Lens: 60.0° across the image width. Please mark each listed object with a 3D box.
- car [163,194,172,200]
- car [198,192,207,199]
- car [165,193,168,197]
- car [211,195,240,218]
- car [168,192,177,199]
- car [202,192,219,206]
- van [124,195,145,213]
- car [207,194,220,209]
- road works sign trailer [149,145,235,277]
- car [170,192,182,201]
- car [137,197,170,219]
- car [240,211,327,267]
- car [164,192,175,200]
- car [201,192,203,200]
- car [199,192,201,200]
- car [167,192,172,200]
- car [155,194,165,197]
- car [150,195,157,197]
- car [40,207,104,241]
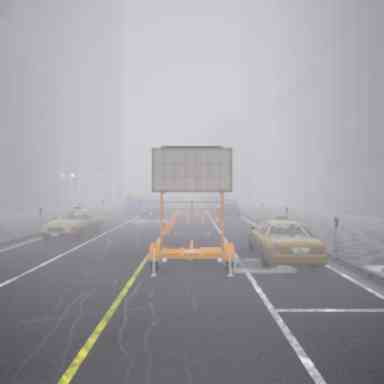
[{"bbox_3d":[-5.653,1.184,78.263,1.752,1.417,4.829,0,0,0],"label":"car"},{"bbox_3d":[2.874,0.955,89.699,2.192,1.841,5.009,0,0,0],"label":"car"},{"bbox_3d":[-5.656,1.275,55.878,1.887,1.381,4.507,0,0,0],"label":"car"},{"bbox_3d":[2.864,1.283,27.666,1.967,1.590,4.097,0,0,0],"label":"car"},{"bbox_3d":[-5.650,0.948,95.349,2.192,1.841,5.009,0,0,0],"label":"car"},{"bbox_3d":[2.867,1.085,44.584,2.192,1.841,5.009,0,0,0],"label":"car"},{"bbox_3d":[-5.659,1.157,33.321,1.690,1.788,3.998,0,0,0],"label":"van"},{"bbox_3d":[2.866,1.256,33.304,1.967,1.590,4.097,0,0,0],"label":"car"},{"bbox_3d":[0.002,0.406,10.055,2.380,3.560,2.880,0,0,0],"label":"road works sign trailer"},{"bbox_3d":[-2.989,1.161,69.004,1.882,1.535,5.008,0,0,0],"label":"car"},{"bbox_3d":[-3.094,1.368,27.655,1.812,1.442,4.674,0,0,0],"label":"car"},{"bbox_3d":[2.869,1.461,10.951,1.752,1.417,4.829,0,1,1],"label":"car"},{"bbox_3d":[-5.653,0.963,84.070,2.192,1.841,5.009,0,0,0],"label":"car"},{"bbox_3d":[2.868,1.065,50.222,2.192,1.841,5.009,0,0,0],"label":"car"},{"bbox_3d":[2.870,1.151,61.502,1.967,1.590,4.097,0,0,0],"label":"car"},{"bbox_3d":[-5.654,1.273,67.156,1.802,1.307,4.206,0,0,0],"label":"car"},{"bbox_3d":[-5.658,1.190,50.239,1.967,1.590,4.097,0,0,0],"label":"car"},{"bbox_3d":[-5.659,1.357,38.961,1.947,1.339,4.313,0,0,0],"label":"car"},{"bbox_3d":[-5.664,1.432,16.198,1.752,1.417,4.829,0,1,1],"label":"car"}]
